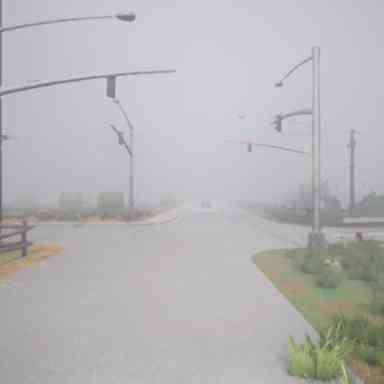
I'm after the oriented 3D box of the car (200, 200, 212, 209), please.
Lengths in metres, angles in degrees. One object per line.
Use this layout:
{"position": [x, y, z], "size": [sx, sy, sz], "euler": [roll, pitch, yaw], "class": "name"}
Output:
{"position": [2.406, 2.066, 57.145], "size": [2.128, 1.511, 4.902], "euler": [0, -1, 3], "class": "car"}
